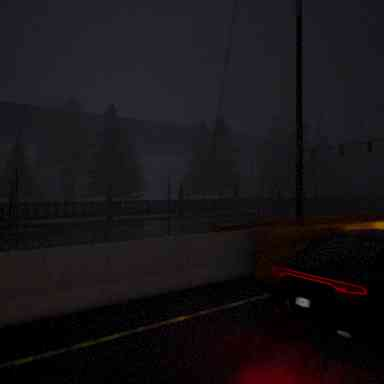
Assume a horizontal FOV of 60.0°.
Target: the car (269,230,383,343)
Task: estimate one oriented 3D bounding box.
[{"bbox_3d":[3.650,1.464,6.350,5.008,1.535,1.882,0,0,-35],"label":"car"}]
